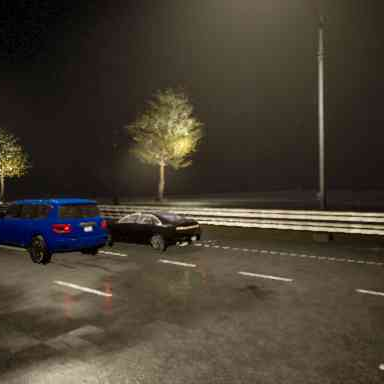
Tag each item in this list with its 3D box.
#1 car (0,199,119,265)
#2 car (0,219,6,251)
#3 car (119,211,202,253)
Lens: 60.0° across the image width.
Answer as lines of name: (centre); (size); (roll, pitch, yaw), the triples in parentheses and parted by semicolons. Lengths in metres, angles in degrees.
car: (-5.507, 1.286, 12.220); (5.566, 2.045, 2.150); (0, 0, 36)
car: (-7.671, 1.557, 9.464); (4.902, 1.511, 2.128); (0, 0, 36)
car: (-1.897, 1.545, 13.945); (4.902, 1.511, 2.128); (0, 0, 35)
